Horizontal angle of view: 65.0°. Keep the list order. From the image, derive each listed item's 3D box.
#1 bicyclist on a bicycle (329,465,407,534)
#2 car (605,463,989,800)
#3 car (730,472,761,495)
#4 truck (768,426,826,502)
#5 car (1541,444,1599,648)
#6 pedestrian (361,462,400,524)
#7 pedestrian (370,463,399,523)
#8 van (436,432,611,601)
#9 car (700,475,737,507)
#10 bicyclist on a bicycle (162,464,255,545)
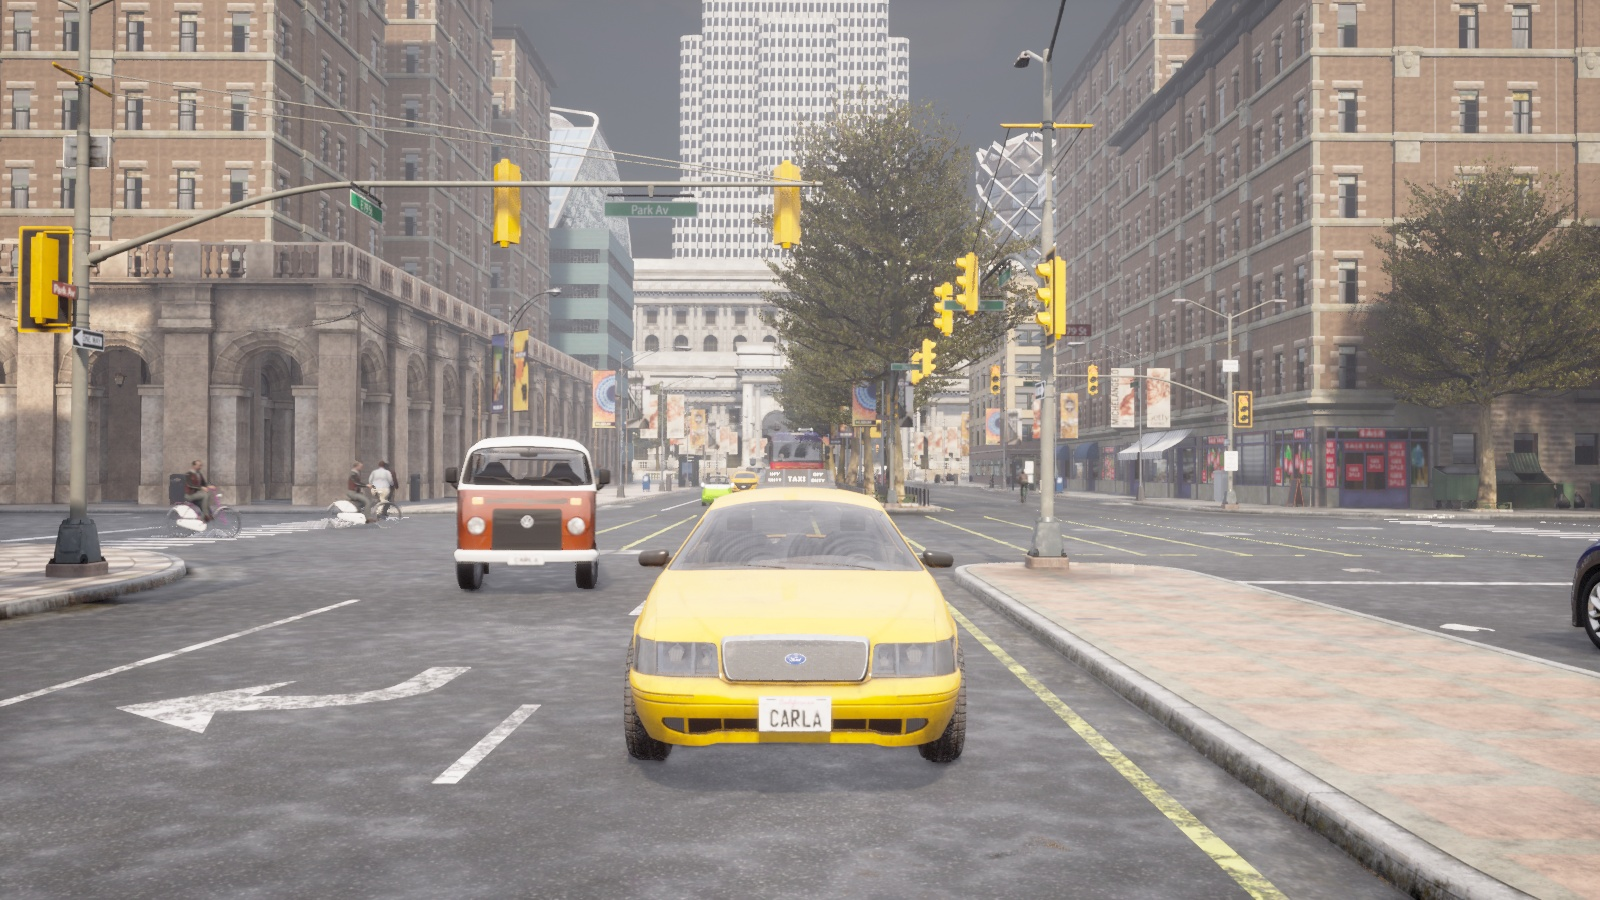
[{"bbox_3d":[-11.248,1.279,32.719,1.843,1.776,0.659,0,-1,-10],"label":"bicyclist on a bicycle"},{"bbox_3d":[-0.020,0.898,8.598,1.801,1.575,5.366,0,-1,0],"label":"car"},{"bbox_3d":[-3.693,2.233,85.138,1.882,1.535,5.008,0,-1,0],"label":"car"},{"bbox_3d":[-0.158,0.784,67.775,2.891,3.827,8.468,0,-1,0],"label":"truck"},{"bbox_3d":[7.978,0.799,9.444,2.097,1.767,4.553,0,-1,0],"label":"car"},{"bbox_3d":[-12.752,1.305,38.198,0.874,1.855,0.900,0,-1,1],"label":"pedestrian"},{"bbox_3d":[-12.894,1.324,39.027,0.634,1.844,0.899,0,-1,-3],"label":"pedestrian"},{"bbox_3d":[-3.755,0.846,17.507,2.069,2.038,4.480,0,-1,-10],"label":"van"},{"bbox_3d":[-3.627,1.823,56.088,1.481,1.376,2.207,0,-1,0],"label":"car"},{"bbox_3d":[-13.168,1.206,27.967,1.843,1.776,0.659,-1,0,11],"label":"bicyclist on a bicycle"}]
